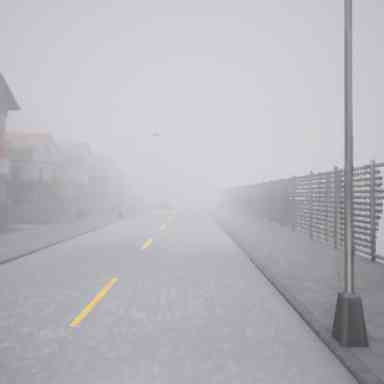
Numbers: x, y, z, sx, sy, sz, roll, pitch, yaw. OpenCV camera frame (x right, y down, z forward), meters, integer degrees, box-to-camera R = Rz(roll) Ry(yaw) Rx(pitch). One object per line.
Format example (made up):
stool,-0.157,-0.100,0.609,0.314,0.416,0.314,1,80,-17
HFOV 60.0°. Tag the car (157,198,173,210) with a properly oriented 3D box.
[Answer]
car,-4.078,1.752,50.052,2.097,1.767,4.553,0,0,0
